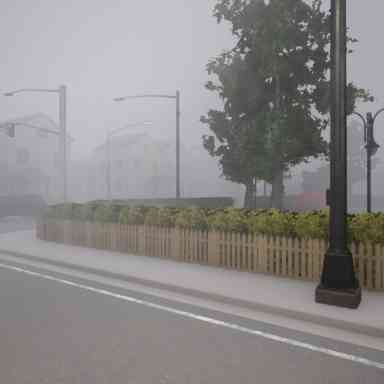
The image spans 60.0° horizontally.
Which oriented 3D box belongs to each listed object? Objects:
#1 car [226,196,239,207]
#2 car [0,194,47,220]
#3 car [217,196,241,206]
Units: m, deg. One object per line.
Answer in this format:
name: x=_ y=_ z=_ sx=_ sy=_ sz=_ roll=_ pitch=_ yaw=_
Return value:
car: x=4.864 y=1.567 z=49.138 sx=1.994 sy=1.385 sz=4.181 roll=0 pitch=0 yaw=35
car: x=-14.762 y=1.224 z=27.383 sx=2.150 sy=2.045 sz=5.566 roll=0 pitch=0 yaw=35
car: x=6.473 y=1.507 z=57.763 sx=2.128 sy=1.511 sz=4.902 roll=0 pitch=0 yaw=35
